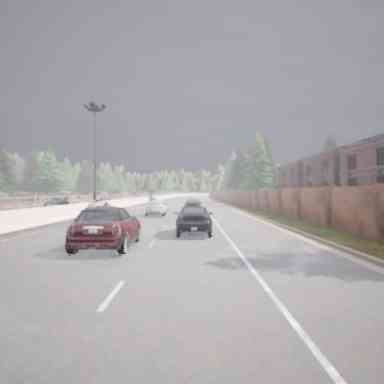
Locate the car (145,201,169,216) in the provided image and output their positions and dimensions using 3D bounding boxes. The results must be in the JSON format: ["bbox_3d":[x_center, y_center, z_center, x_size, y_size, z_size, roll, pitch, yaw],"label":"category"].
[{"bbox_3d":[-3.402,1.557,32.377,1.812,1.442,4.674,0,0,0],"label":"car"}]

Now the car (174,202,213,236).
[{"bbox_3d":[0.101,1.522,18.366,1.837,1.490,4.892,0,0,0],"label":"car"}]

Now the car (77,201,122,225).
[{"bbox_3d":[-6.891,1.517,25.400,2.128,1.511,4.902,0,0,0],"label":"car"}]

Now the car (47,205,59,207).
[{"bbox_3d":[-17.536,1.536,43.101,2.128,1.511,4.902,0,0,1],"label":"car"}]

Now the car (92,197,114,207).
[{"bbox_3d":[-13.991,1.600,52.477,2.033,1.411,5.357,0,0,0],"label":"car"}]

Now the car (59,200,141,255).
[{"bbox_3d":[-3.395,1.366,13.527,2.097,1.767,4.553,0,0,0],"label":"car"}]

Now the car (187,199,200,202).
[{"bbox_3d":[0.113,1.540,36.391,1.837,1.490,4.892,0,0,0],"label":"car"}]
